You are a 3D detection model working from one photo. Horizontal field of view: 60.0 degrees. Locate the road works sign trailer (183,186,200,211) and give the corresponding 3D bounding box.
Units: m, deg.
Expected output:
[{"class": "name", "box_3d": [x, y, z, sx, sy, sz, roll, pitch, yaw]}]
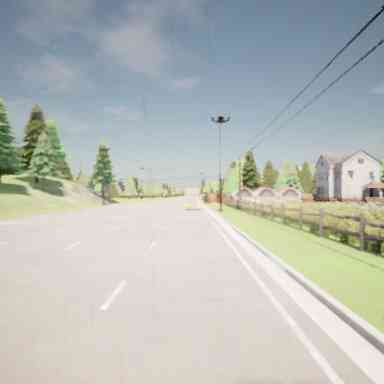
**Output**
[{"class": "road works sign trailer", "box_3d": [-0.014, 0.889, 48.398, 2.380, 3.560, 2.880, 0, 0, 0]}]
